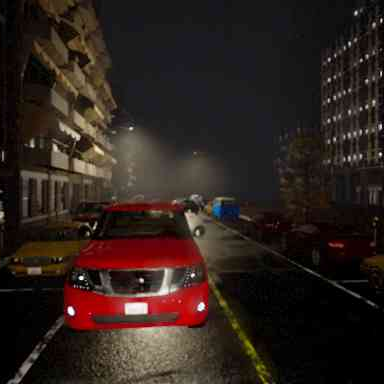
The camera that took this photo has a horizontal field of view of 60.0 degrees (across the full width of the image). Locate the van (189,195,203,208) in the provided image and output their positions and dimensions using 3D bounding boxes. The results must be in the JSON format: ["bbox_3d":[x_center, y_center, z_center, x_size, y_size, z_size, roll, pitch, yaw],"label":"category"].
[{"bbox_3d":[0.562,1.400,49.680,1.690,1.788,3.998,0,0,-6],"label":"van"}]

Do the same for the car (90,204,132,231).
[{"bbox_3d":[-5.040,1.562,21.352,2.008,1.369,4.403,0,0,-6],"label":"car"}]

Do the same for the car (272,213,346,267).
[{"bbox_3d":[4.393,1.597,11.183,1.802,1.307,4.206,0,0,-6],"label":"car"}]

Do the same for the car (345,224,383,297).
[{"bbox_3d":[4.923,1.537,5.852,1.752,1.417,4.829,0,0,-6],"label":"car"}]

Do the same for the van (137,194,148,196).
[{"bbox_3d":[-7.777,1.388,48.850,1.690,1.788,3.998,0,0,-6],"label":"van"}]

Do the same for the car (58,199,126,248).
[{"bbox_3d":[-4.494,1.321,15.852,2.192,1.841,5.009,0,0,-6],"label":"car"}]

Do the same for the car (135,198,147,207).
[{"bbox_3d":[-8.323,1.638,54.348,1.802,1.307,4.206,0,0,-6],"label":"car"}]

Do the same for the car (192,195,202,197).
[{"bbox_3d":[1.110,1.491,44.179,1.967,1.590,4.097,0,0,-6],"label":"car"}]

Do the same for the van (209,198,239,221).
[{"bbox_3d":[2.751,1.370,27.681,1.690,1.788,3.998,0,0,-6],"label":"van"}]

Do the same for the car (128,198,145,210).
[{"bbox_3d":[-7.229,1.583,43.350,1.887,1.381,4.507,0,0,-6],"label":"car"}]

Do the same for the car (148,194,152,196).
[{"bbox_3d":[-5.218,1.545,50.378,2.128,1.511,4.902,0,0,-6],"label":"car"}]

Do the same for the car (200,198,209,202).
[{"bbox_3d":[2.188,1.561,33.349,1.752,1.417,4.829,0,0,-6],"label":"car"}]

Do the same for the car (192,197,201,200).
[{"bbox_3d":[-0.465,1.537,33.763,1.837,1.490,4.892,0,0,-5],"label":"car"}]

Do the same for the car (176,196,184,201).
[{"bbox_3d":[-3.267,1.681,88.175,1.887,1.381,4.507,0,0,-6],"label":"car"}]

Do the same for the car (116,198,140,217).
[{"bbox_3d":[-6.135,1.463,32.350,1.967,1.590,4.097,0,0,-6],"label":"car"}]

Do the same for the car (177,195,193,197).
[{"bbox_3d":[-1.509,1.538,44.100,2.128,1.511,4.902,0,0,-5],"label":"car"}]

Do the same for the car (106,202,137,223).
[{"bbox_3d":[-5.587,1.567,26.852,2.008,1.369,4.403,0,0,-6],"label":"car"}]

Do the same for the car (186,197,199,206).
[{"bbox_3d":[-0.001,1.594,55.347,1.752,1.417,4.829,0,0,-6],"label":"car"}]

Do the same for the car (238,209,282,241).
[{"bbox_3d":[3.846,1.601,16.682,1.802,1.307,4.206,0,0,-6],"label":"car"}]

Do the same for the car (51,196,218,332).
[{"bbox_3d":[-1.024,1.226,7.247,2.150,2.045,5.566,0,0,-6],"label":"car"}]

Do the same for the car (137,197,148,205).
[{"bbox_3d":[-8.870,1.648,59.848,1.802,1.307,4.206,0,0,-6],"label":"car"}]

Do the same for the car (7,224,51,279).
[{"bbox_3d":[-3.929,1.528,10.185,1.752,1.417,4.829,0,0,-6],"label":"car"}]
